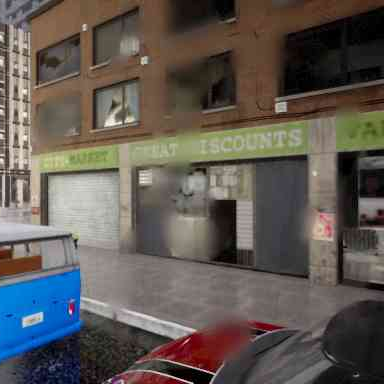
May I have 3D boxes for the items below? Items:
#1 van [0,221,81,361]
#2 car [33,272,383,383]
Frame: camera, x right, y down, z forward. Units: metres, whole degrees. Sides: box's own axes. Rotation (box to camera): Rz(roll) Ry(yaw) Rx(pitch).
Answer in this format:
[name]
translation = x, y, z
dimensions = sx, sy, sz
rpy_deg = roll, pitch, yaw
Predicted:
[van]
translation = -3.474, 1.343, 5.191
dimensions = 3.998, 1.788, 1.690
rpy_deg = 0, 0, 35
[car]
translation = 1.165, 1.440, 1.896
dimensions = 4.097, 1.590, 1.967
rpy_deg = 0, 0, 35
